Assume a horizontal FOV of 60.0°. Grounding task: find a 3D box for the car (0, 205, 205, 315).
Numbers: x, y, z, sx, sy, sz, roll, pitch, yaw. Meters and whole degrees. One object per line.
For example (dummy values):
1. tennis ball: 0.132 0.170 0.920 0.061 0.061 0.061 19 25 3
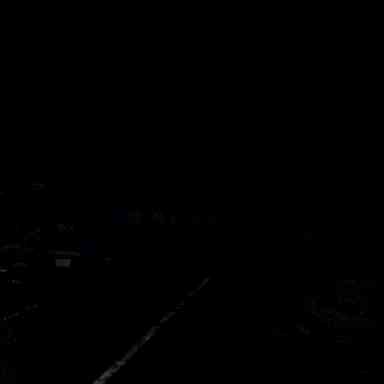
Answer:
1. car: -1.338 1.318 8.056 2.435 2.045 5.566 -1 -1 17
